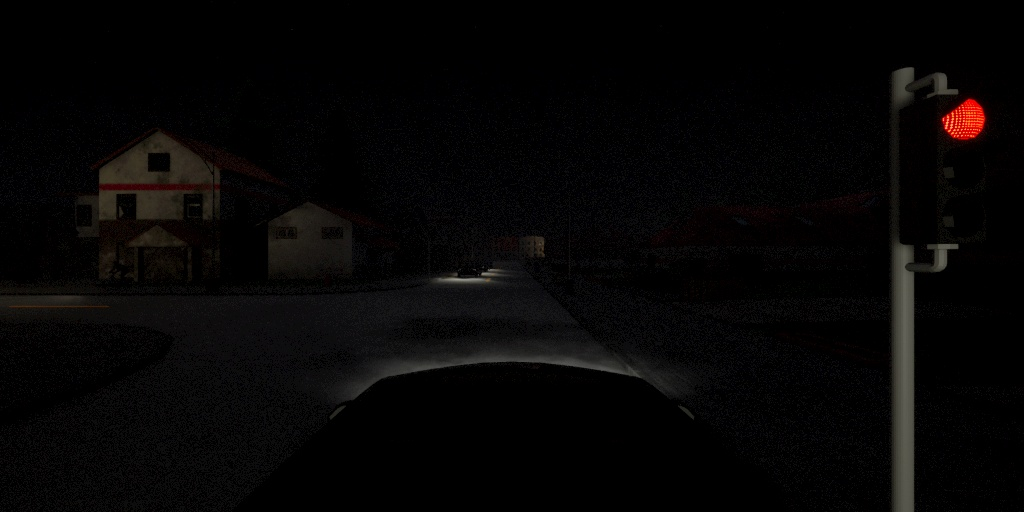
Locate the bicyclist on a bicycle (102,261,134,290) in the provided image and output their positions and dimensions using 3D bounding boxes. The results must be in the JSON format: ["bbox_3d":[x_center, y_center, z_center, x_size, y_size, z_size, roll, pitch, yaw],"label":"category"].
[{"bbox_3d":[-22.540,1.099,20.531,0.582,1.620,1.656,0,0,0],"label":"bicyclist on a bicycle"}]

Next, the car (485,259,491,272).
[{"bbox_3d":[-4.094,1.227,44.968,1.882,1.535,5.008,0,0,0],"label":"car"}]

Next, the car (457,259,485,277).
[{"bbox_3d":[-4.115,1.227,35.314,1.882,1.535,5.008,0,0,2],"label":"car"}]
